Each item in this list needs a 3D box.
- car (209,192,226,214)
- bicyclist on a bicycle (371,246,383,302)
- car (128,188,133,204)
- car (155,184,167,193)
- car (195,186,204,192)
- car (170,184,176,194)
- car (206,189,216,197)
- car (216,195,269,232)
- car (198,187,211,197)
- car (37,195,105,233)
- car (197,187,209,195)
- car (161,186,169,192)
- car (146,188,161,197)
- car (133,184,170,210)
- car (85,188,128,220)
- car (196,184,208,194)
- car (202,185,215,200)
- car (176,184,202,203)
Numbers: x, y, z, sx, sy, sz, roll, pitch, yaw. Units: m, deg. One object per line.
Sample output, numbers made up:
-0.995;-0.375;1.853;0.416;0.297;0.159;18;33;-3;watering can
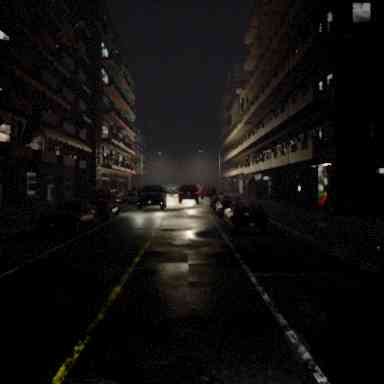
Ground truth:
2.449;0.918;21.734;2.008;1.369;4.403;1;2;-1;car
4.055;1.177;6.144;1.656;1.620;0.582;-9;2;0;bicyclist on a bicycle
-6.070;0.589;32.622;1.752;1.417;4.829;1;2;-1;car
-6.561;-0.735;71.742;2.192;1.841;5.009;1;2;-1;car
1.746;-0.652;77.387;1.947;1.339;4.313;1;2;-1;car
-3.809;-0.570;63.235;2.150;2.045;5.566;0;2;0;car
2.377;0.729;27.469;1.752;1.417;4.829;1;2;-1;car
2.519;1.078;16.170;2.008;1.369;4.403;1;2;-1;car
2.027;-0.035;55.126;2.008;1.369;4.403;1;2;-1;car
-5.861;1.082;16.097;1.887;1.381;4.507;1;2;-1;car
1.957;-0.199;60.690;1.887;1.381;4.507;1;2;-1;car
-6.705;-0.783;82.881;1.802;1.307;4.206;1;2;-1;car
-6.353;-0.010;55.055;1.947;1.339;4.313;1;2;-1;car
-3.401;0.379;29.253;2.150;2.045;5.566;0;2;0;car
-5.928;0.693;21.656;2.192;1.841;5.009;1;2;-1;car
1.889;-0.587;66.248;2.192;1.841;5.009;1;2;-1;car
2.171;0.046;43.989;2.192;1.841;5.009;1;2;-1;car
-0.347;0.156;36.993;2.150;2.045;5.566;0;2;0;car
